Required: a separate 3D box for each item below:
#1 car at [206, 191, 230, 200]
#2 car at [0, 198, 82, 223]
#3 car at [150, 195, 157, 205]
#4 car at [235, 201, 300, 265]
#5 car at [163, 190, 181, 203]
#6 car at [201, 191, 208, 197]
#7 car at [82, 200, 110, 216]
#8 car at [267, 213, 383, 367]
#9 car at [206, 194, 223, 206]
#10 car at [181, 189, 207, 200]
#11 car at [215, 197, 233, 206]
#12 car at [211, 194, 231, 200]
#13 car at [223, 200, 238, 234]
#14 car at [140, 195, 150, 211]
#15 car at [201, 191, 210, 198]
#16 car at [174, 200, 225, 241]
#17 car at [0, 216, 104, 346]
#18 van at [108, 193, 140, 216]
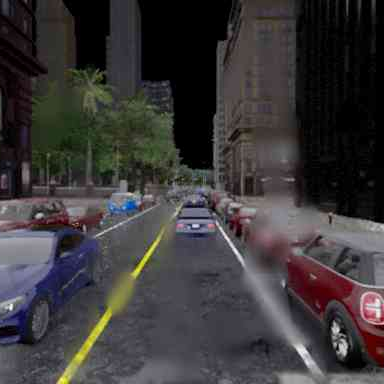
[{"bbox_3d":[2.867,0.884,32.791,2.192,1.841,5.009,0,1,0],"label":"car"},{"bbox_3d":[-5.730,1.166,11.133,2.192,1.841,5.009,0,1,0],"label":"car"},{"bbox_3d":[-5.621,1.007,43.690,1.802,1.307,4.206,0,1,0],"label":"car"},{"bbox_3d":[2.795,1.291,11.094,1.967,1.590,4.097,0,1,0],"label":"car"},{"bbox_3d":[-2.838,0.760,48.651,1.895,1.301,4.718,0,1,0],"label":"car"},{"bbox_3d":[3.030,0.443,81.087,1.752,1.417,4.829,0,1,0],"label":"car"},{"bbox_3d":[-5.711,1.325,16.561,1.887,1.381,4.507,0,1,0],"label":"car"},{"bbox_3d":[2.777,1.363,5.670,1.967,1.590,4.097,0,1,0],"label":"car"},{"bbox_3d":[2.905,0.991,43.644,1.947,1.339,4.313,0,1,0],"label":"car"},{"bbox_3d":[0.210,0.913,33.426,2.097,1.767,4.553,0,1,0],"label":"car"},{"bbox_3d":[2.832,1.261,21.944,2.008,1.369,4.403,0,1,0],"label":"car"},{"bbox_3d":[2.851,1.163,27.539,1.752,1.417,4.829,0,1,0],"label":"car"},{"bbox_3d":[2.813,1.325,16.520,1.887,1.381,4.507,0,1,0],"label":"car"},{"bbox_3d":[-5.657,1.009,32.837,1.967,1.590,4.097,0,1,0],"label":"car"},{"bbox_3d":[3.011,0.560,75.498,1.947,1.339,4.313,0,1,0],"label":"car"},{"bbox_3d":[0.152,1.342,15.478,2.033,1.411,5.357,0,1,0],"label":"car"},{"bbox_3d":[-3.079,1.439,6.358,1.812,1.442,4.674,0,1,0],"label":"car"},{"bbox_3d":[-5.676,0.981,27.410,1.690,1.788,3.998,0,1,0],"label":"van"}]
